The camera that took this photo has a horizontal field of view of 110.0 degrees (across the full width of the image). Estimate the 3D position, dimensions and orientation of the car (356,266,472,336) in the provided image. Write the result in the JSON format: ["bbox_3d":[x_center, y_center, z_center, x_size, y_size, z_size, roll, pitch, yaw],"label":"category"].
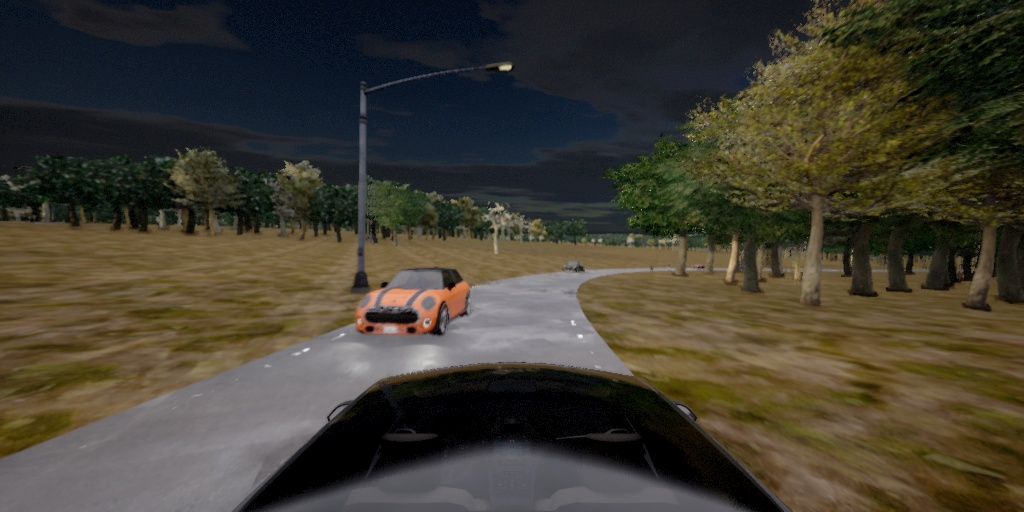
[{"bbox_3d":[-2.599,1.116,10.500,2.097,1.767,4.553,0,0,5],"label":"car"}]

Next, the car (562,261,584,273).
[{"bbox_3d":[8.612,1.436,50.237,2.097,1.767,4.553,2,0,27],"label":"car"}]
